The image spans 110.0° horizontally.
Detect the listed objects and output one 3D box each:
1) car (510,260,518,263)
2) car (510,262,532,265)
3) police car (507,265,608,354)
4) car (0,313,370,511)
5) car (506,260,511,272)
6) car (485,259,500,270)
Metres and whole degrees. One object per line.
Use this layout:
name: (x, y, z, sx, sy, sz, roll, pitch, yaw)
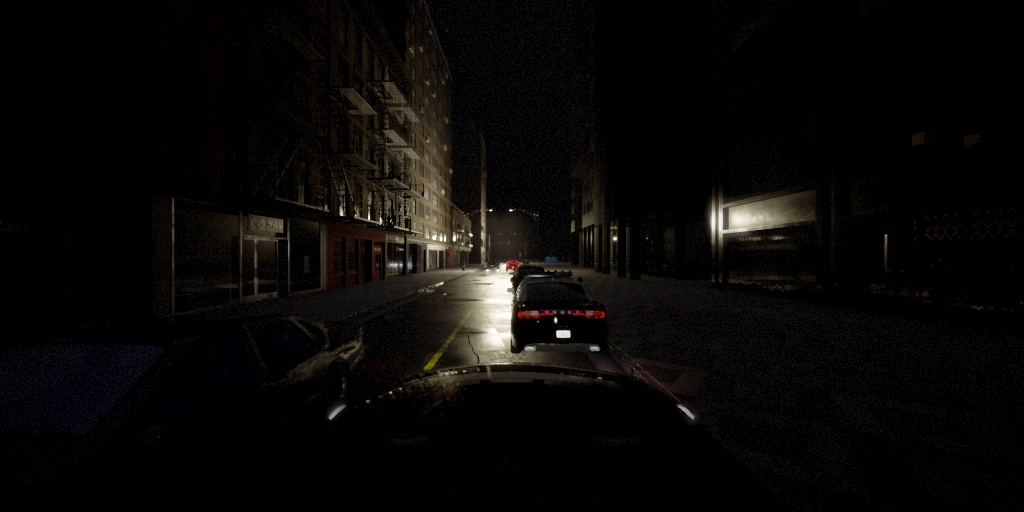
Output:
car: (0.955, 1.209, 25.000, 1.801, 1.575, 5.366, 0, 0, 0)
car: (0.940, 1.256, 18.809, 1.837, 1.490, 4.892, 0, 0, 0)
police car: (0.914, 1.175, 8.919, 1.930, 1.638, 5.238, 0, 0, 0)
car: (-3.100, 1.297, 3.190, 2.033, 1.411, 5.357, 0, 0, 0)
car: (0.148, 1.301, 47.410, 1.812, 1.442, 4.674, 0, 0, 1)
car: (-2.873, 1.289, 54.349, 1.837, 1.490, 4.892, 0, 0, 0)
